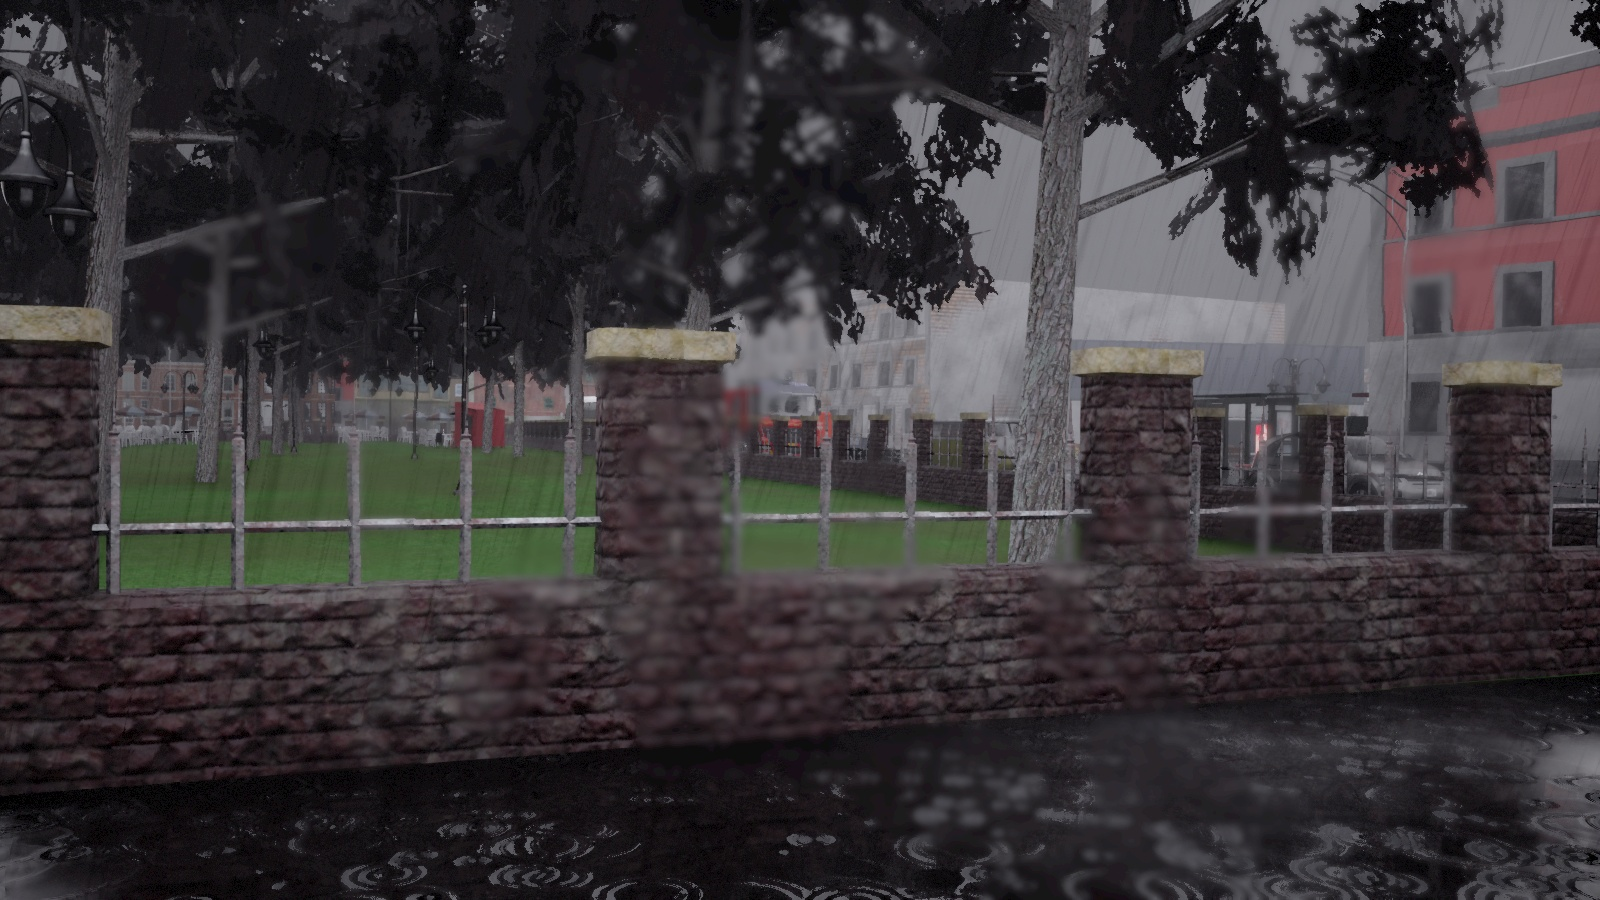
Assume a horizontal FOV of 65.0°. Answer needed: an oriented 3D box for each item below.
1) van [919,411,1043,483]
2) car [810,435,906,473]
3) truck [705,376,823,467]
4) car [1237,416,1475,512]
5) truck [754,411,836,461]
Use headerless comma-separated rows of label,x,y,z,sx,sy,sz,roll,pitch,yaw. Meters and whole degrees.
van,5.323,-0.116,37.445,1.775,1.987,4.442,-1,1,-20
car,2.087,0.118,46.563,1.895,1.301,4.718,-1,1,-20
truck,-1.803,-1.282,57.441,2.891,3.827,8.468,-1,1,-20
car,10.278,0.202,23.553,1.851,1.617,3.988,-1,1,-19
truck,-0.312,-0.746,65.200,2.627,2.467,5.204,-1,1,-20
